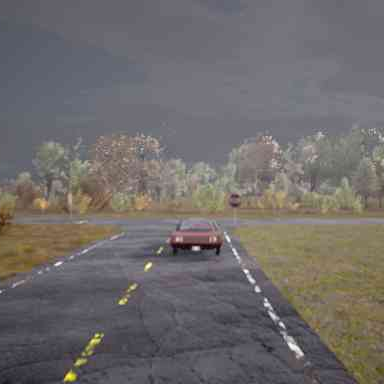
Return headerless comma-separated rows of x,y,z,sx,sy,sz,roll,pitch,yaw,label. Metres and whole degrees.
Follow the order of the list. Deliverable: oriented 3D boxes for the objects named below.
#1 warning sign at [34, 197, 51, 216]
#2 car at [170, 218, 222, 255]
-15.226,1.461,33.892,1.060,1.860,1.300,0,-1,2,warning sign
0.233,1.735,14.030,1.895,1.301,4.718,0,-1,2,car
